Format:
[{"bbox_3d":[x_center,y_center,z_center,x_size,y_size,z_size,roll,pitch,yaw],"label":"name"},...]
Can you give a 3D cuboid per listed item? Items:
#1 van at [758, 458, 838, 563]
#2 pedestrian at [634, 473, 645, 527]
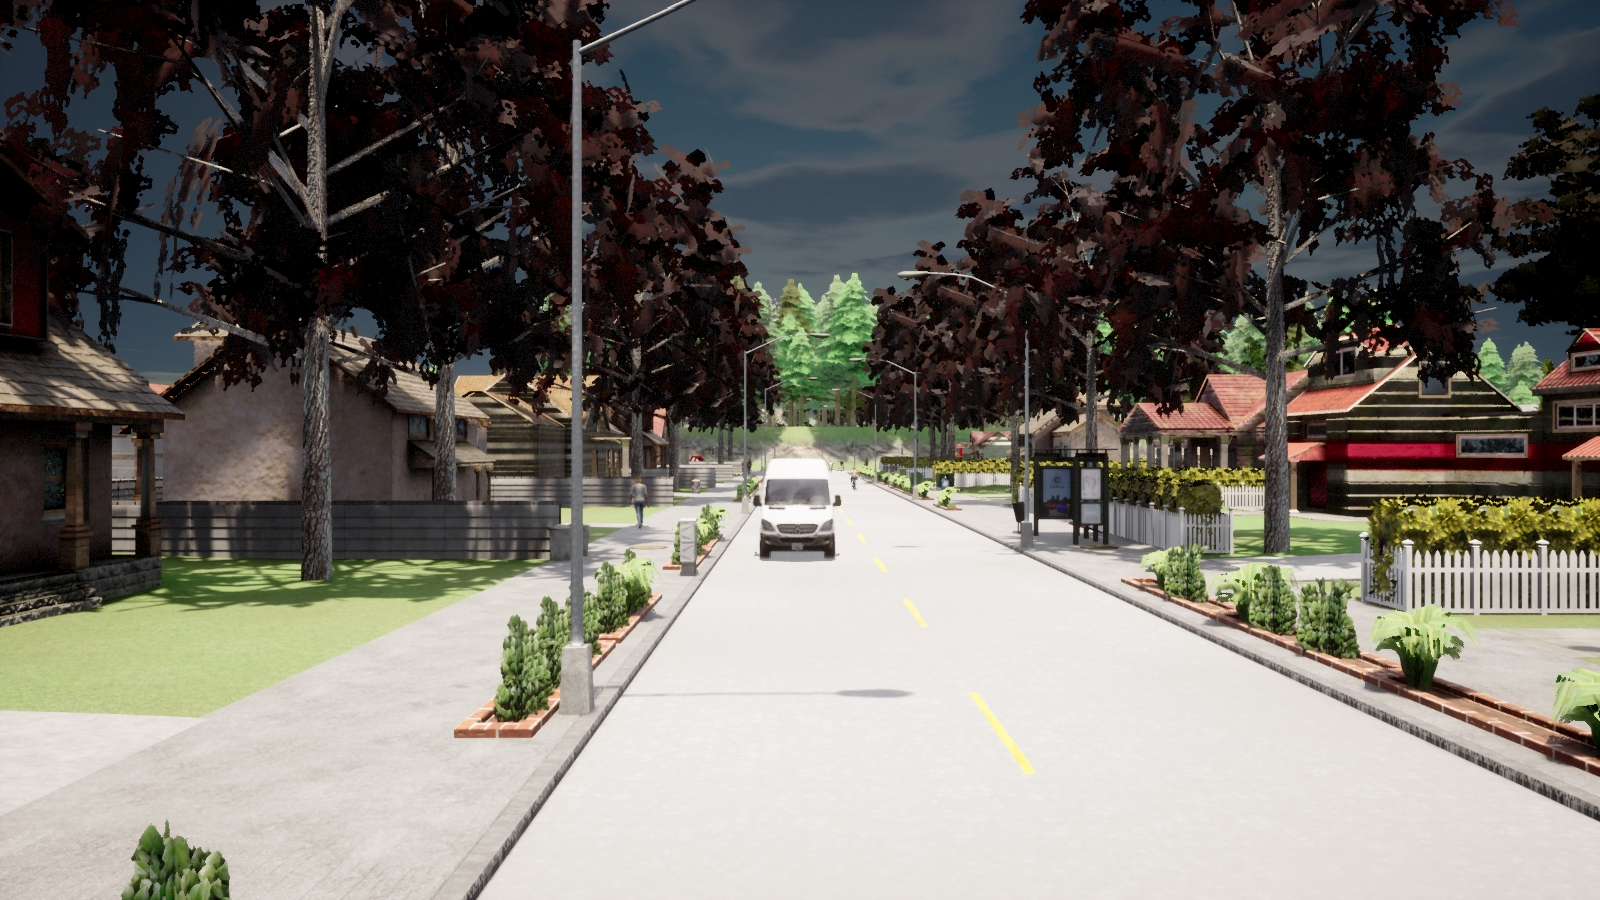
[{"bbox_3d":[-0.066,1.534,31.360,1.988,2.561,5.915,0,0,0],"label":"van"},{"bbox_3d":[-5.559,1.743,39.620,0.375,1.860,0.375,0,0,-7],"label":"pedestrian"}]
